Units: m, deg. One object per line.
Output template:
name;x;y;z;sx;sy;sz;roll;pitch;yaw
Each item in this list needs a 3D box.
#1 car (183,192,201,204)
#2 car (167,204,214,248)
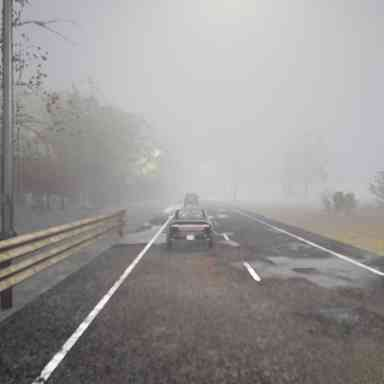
car;-0.063;1.178;48.850;2.150;2.045;5.566;0;0;0
car;-0.061;1.484;14.808;2.128;1.511;4.902;0;0;0
